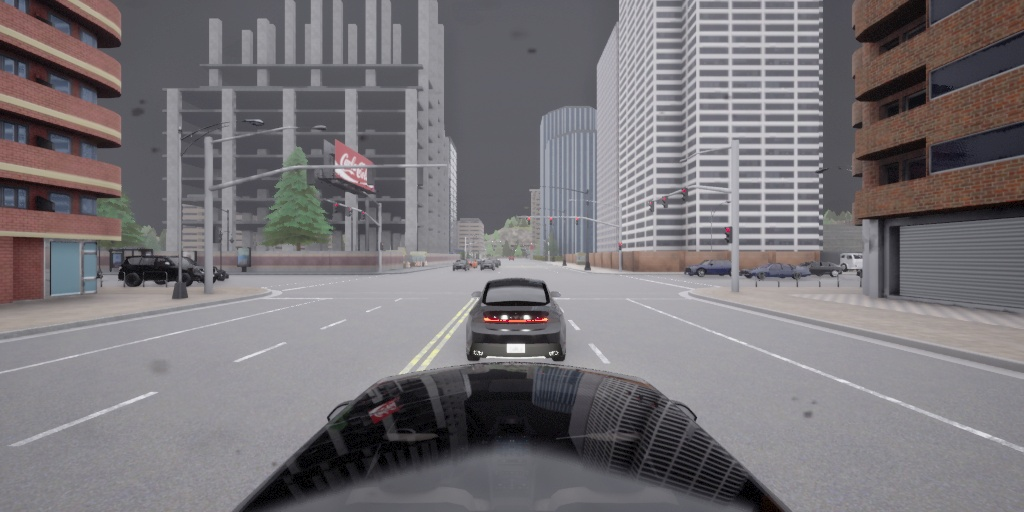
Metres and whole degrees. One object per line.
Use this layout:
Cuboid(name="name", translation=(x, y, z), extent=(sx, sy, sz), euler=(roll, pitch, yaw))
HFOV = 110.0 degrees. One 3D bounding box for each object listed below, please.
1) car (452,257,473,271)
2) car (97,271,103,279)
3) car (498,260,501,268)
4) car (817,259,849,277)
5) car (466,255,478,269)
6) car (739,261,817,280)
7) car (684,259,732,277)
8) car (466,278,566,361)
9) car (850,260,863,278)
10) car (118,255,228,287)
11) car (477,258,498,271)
Cuboid(name="car", translation=(-6.871, 1.255, 48.779), extent=(1.837, 1.490, 4.892), euler=(0, 0, 0))
Cuboid(name="car", translation=(-34.879, 1.297, 27.483), extent=(5.357, 1.411, 2.033), euler=(0, 0, 0))
Cuboid(name="car", translation=(-3.297, 1.102, 60.434), extent=(2.097, 1.767, 4.553), euler=(0, 0, 0))
Cuboid(name="car", translation=(29.062, 1.255, 34.709), extent=(4.892, 1.490, 1.837), euler=(0, 0, 0))
Cuboid(name="car", translation=(-6.815, 1.102, 57.985), extent=(2.097, 1.767, 4.553), euler=(0, 0, 0))
Cuboid(name="car", translation=(22.803, 1.297, 31.215), extent=(5.357, 1.411, 2.033), euler=(0, 0, 0))
Cuboid(name="car", translation=(19.212, 1.102, 34.713), extent=(4.553, 1.767, 2.097), euler=(0, 0, 0))
Cuboid(name="car", translation=(0.093, 1.255, 8.247), extent=(1.837, 1.490, 4.892), euler=(0, 0, 1))
Cuboid(name="car", translation=(32.715, 1.314, 31.206), extent=(4.181, 1.385, 1.994), euler=(0, 0, 0))
Cuboid(name="car", translation=(-22.815, 0.972, 23.988), extent=(5.566, 2.045, 2.150), euler=(0, 0, 0))
Cuboid(name="car", translation=(-3.363, 1.255, 50.309), extent=(1.837, 1.490, 4.892), euler=(0, 0, 0))
